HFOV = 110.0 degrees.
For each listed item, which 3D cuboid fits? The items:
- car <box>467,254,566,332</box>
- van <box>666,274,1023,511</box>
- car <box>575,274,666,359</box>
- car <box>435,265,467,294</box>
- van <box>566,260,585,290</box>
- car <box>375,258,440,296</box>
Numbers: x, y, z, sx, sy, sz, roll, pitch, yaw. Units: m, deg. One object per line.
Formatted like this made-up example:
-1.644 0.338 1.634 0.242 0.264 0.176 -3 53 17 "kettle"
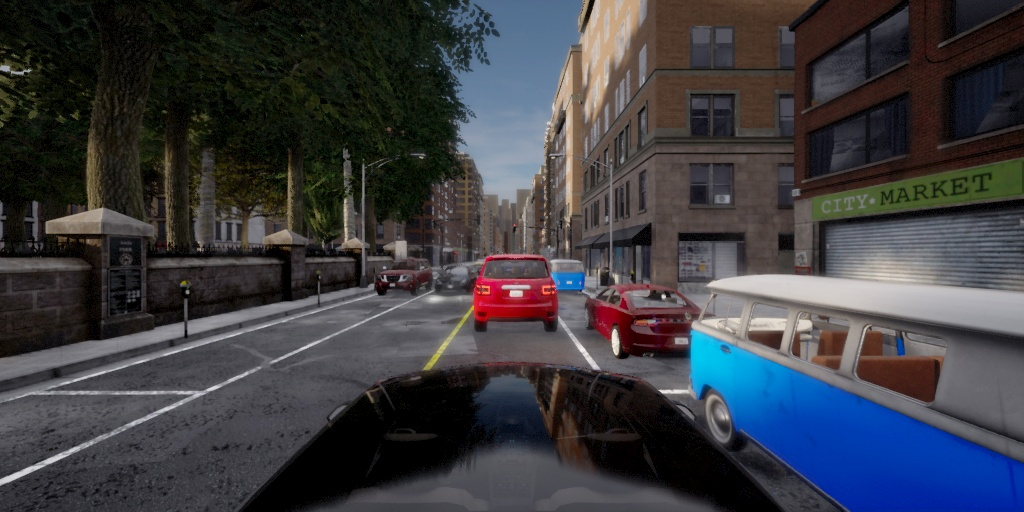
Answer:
0.092 0.970 11.019 2.150 2.045 5.566 0 0 0 "car"
2.856 1.091 2.600 1.690 1.789 3.998 0 0 0 "van"
2.853 1.294 8.261 1.888 1.381 4.507 0 0 0 "car"
-3.087 1.270 20.335 1.812 1.442 4.674 0 0 0 "car"
2.847 1.085 19.582 1.690 1.789 3.998 0 0 0 "van"
-5.678 1.059 19.537 2.192 1.841 5.009 0 0 0 "car"
